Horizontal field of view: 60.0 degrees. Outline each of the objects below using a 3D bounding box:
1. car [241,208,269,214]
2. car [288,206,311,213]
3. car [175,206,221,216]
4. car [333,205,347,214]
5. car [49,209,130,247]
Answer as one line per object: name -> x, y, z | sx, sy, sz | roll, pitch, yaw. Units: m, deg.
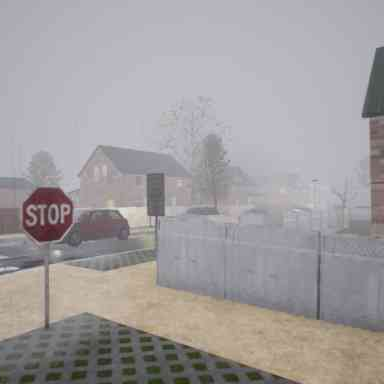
car -> 6.165, 2.319, 33.002 | 1.994, 1.385, 4.181 | -1, -2, 36
car -> 14.543, 2.629, 44.641 | 2.033, 1.411, 5.357 | -1, -2, 36
car -> 0.401, 1.881, 24.928 | 2.097, 1.767, 4.553 | -1, -2, 36
car -> 23.333, 2.796, 52.050 | 1.837, 1.490, 4.892 | -1, -2, 35
car -> -5.316, 1.657, 16.845 | 2.097, 1.767, 4.553 | -1, -2, 34
